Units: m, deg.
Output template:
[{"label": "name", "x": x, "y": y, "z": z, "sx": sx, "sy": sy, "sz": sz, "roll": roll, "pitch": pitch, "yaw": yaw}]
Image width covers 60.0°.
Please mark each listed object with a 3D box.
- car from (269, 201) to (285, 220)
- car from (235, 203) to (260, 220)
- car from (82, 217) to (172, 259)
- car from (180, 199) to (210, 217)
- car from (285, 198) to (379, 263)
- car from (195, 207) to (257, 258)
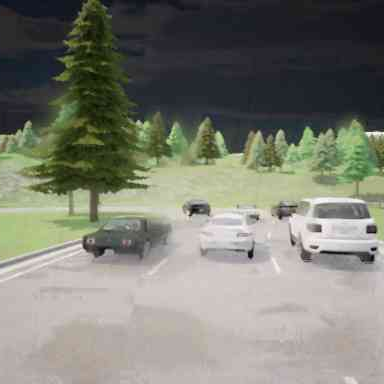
[{"label": "car", "x": 7.743, "y": 1.459, "z": 27.709, "sx": 2.128, "sy": 1.511, "sz": 4.902, "roll": 0, "pitch": 0, "yaw": 2}, {"label": "car", "x": 4.338, "y": 1.562, "z": 27.247, "sx": 1.895, "sy": 1.301, "sz": 4.718, "roll": 0, "pitch": 0, "yaw": 5}, {"label": "car", "x": -2.146, "y": 1.574, "z": 12.547, "sx": 1.895, "sy": 1.301, "sz": 4.718, "roll": 0, "pitch": 0, "yaw": 11}, {"label": "car", "x": 0.254, "y": 1.423, "z": 31.171, "sx": 1.882, "sy": 1.535, "sz": 5.008, "roll": 1, "pitch": 0, "yaw": -13}, {"label": "car", "x": 4.873, "y": 1.212, "z": 12.141, "sx": 2.150, "sy": 2.045, "sz": 5.566, "roll": 0, "pitch": 0, "yaw": 11}, {"label": "car", "x": 1.460, "y": 1.507, "z": 12.733, "sx": 1.812, "sy": 1.442, "sz": 4.674, "roll": 0, "pitch": -1, "yaw": 11}]
